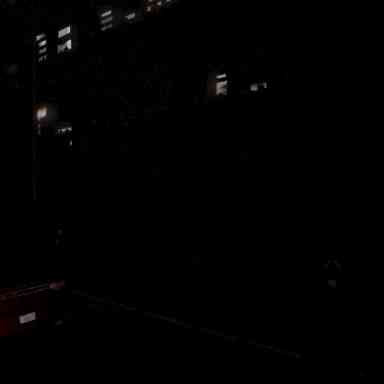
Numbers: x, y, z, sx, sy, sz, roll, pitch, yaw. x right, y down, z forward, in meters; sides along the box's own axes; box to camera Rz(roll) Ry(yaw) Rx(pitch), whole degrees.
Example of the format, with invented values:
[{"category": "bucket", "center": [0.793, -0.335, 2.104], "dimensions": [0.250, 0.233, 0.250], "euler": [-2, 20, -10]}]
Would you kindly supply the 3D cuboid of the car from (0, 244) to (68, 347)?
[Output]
[{"category": "car", "center": [-4.010, 1.545, 5.741], "dimensions": [4.507, 1.381, 1.887], "euler": [0, 0, 35]}]
